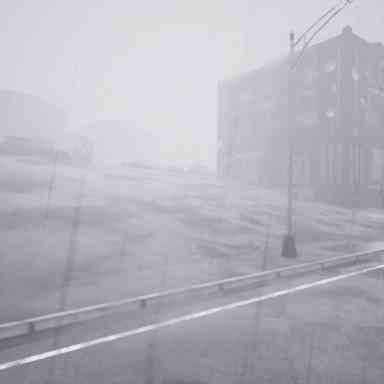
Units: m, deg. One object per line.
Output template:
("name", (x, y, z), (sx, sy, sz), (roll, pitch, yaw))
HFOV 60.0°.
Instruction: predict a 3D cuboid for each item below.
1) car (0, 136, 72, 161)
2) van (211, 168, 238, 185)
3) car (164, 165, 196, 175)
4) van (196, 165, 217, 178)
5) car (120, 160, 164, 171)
("car", (-12.992, -3.332, 27.845), (2.435, 2.045, 5.566), (0, -1, 44))
("van", (4.855, -2.222, 49.121), (1.878, 1.987, 4.442), (0, -2, 38))
("car", (-2.110, -2.459, 40.338), (2.002, 1.452, 4.674), (0, -2, 40))
("van", (1.474, -2.481, 44.741), (1.878, 1.987, 4.442), (0, -2, 39))
("car", (-5.668, -2.675, 36.093), (2.002, 1.452, 4.674), (0, -2, 41))
